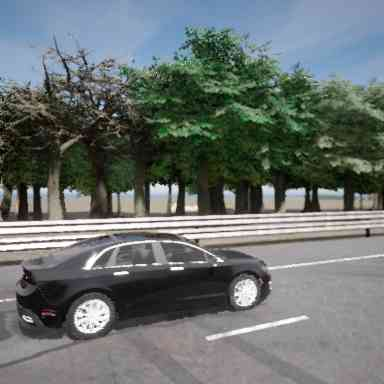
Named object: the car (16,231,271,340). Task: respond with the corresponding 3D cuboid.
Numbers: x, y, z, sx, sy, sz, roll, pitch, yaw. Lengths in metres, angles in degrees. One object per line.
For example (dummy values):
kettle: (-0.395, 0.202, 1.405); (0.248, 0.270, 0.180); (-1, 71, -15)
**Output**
car: (-0.690, 1.550, 6.543); (4.892, 1.490, 1.837); (0, -1, -26)
